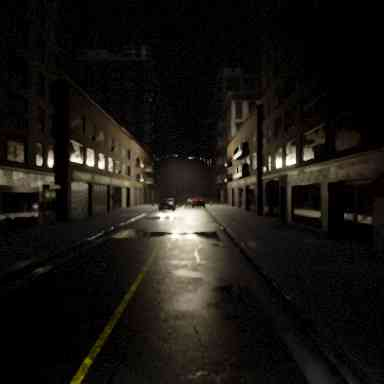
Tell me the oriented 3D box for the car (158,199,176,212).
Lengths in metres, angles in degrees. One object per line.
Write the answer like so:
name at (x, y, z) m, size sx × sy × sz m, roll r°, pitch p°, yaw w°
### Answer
car at (-2.835, 1.528, 38.723) m, size 2.128 × 1.511 × 4.902 m, roll 0°, pitch 0°, yaw 0°

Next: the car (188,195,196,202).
car at (0.013, 1.598, 84.296) m, size 2.128 × 1.511 × 4.902 m, roll 0°, pitch 0°, yaw 0°

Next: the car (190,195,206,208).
car at (0.970, 1.529, 48.701) m, size 1.882 × 1.535 × 5.008 m, roll 0°, pitch 0°, yaw 0°

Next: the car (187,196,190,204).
car at (0.010, 1.694, 66.466) m, size 1.895 × 1.301 × 4.718 m, roll 0°, pitch 0°, yaw 0°
